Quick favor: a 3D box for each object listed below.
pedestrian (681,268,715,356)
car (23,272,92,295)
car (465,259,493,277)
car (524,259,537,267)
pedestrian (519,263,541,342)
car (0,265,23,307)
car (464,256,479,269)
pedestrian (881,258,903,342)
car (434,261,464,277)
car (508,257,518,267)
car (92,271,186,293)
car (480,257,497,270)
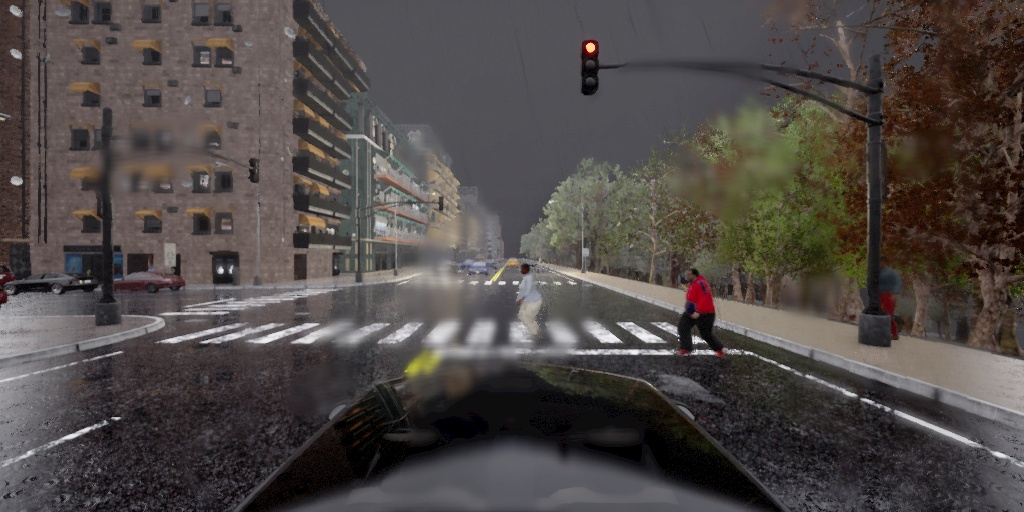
[{"bbox_3d":[3.641,1.043,7.026,0.375,1.860,0.375,0,0,0],"label":"pedestrian"},{"bbox_3d":[-28.291,1.645,22.134,4.313,1.339,1.948,0,0,-1],"label":"car"},{"bbox_3d":[-3.245,1.274,36.048,1.812,1.442,4.674,0,0,0],"label":"car"},{"bbox_3d":[3.427,1.323,64.929,1.994,1.385,4.181,0,0,0],"label":"car"},{"bbox_3d":[0.411,1.043,8.326,0.375,1.860,0.375,0,0,0],"label":"pedestrian"},{"bbox_3d":[-22.627,1.334,13.571,5.009,1.841,2.192,0,0,-1],"label":"car"},{"bbox_3d":[-6.441,1.231,53.367,1.882,1.535,5.008,0,1,0],"label":"car"},{"bbox_3d":[7.984,0.890,7.704,0.375,1.860,0.375,0,0,0],"label":"pedestrian"},{"bbox_3d":[-6.500,1.238,36.132,2.128,1.511,4.902,0,0,0],"label":"car"},{"bbox_3d":[0.176,1.236,64.521,1.882,1.535,5.008,0,0,0],"label":"car"},{"bbox_3d":[-22.724,1.590,22.218,4.207,1.307,1.802,0,0,-1],"label":"car"},{"bbox_3d":[-3.191,1.301,53.713,2.033,1.411,5.357,0,0,0],"label":"car"}]
